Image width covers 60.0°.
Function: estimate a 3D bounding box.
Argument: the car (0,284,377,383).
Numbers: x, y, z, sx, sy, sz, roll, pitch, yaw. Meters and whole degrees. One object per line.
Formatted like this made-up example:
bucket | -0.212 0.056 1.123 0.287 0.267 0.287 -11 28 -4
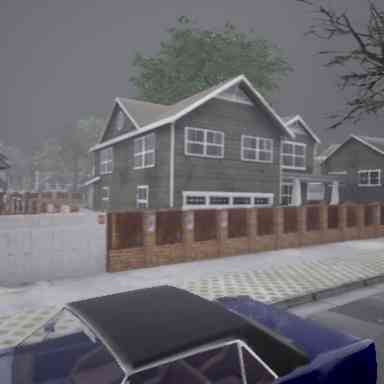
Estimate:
car | -0.652 1.599 2.548 4.718 1.301 1.895 0 0 -35
